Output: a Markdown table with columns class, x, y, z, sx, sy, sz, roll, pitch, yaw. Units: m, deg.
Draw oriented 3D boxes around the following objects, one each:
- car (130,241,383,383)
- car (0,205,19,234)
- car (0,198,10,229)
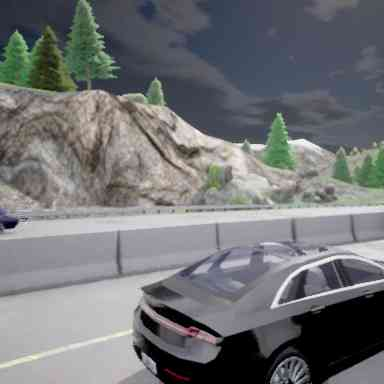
| class | x | y | z | sx | sy | sz | roll | pitch | yaw |
| --- | --- | --- | --- | --- | --- | --- | --- | --- | --- |
| car | 1.579 | 1.460 | 4.667 | 4.902 | 1.511 | 2.128 | -1 | 0 | -34 |
| car | -11.624 | 1.584 | 17.088 | 4.718 | 1.301 | 1.895 | -1 | 0 | -35 |
| car | -13.602 | 1.333 | 19.922 | 4.553 | 1.767 | 2.097 | -1 | 0 | -35 |
